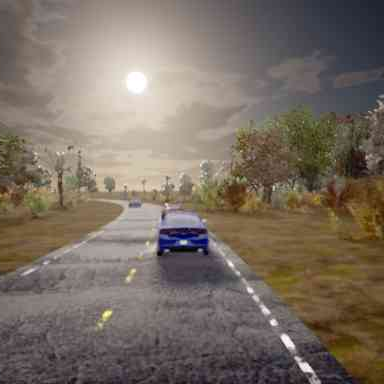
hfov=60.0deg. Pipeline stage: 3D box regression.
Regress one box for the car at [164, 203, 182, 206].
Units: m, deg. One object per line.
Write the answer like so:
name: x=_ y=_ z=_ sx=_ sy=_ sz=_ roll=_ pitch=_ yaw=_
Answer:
car: x=-1.599 y=1.663 z=27.615 sx=2.128 sy=1.511 sz=4.902 roll=0 pitch=0 yaw=-6

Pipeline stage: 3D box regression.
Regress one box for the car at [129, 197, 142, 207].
car: x=-9.789 y=1.700 z=57.272 sx=2.097 sy=1.767 sz=4.553 roll=0 pitch=0 yaw=-12

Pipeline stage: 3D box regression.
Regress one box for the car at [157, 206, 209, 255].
car: x=-0.405 y=1.564 z=13.768 sx=1.882 sy=1.535 sz=5.008 roll=0 pitch=0 yaw=-3
